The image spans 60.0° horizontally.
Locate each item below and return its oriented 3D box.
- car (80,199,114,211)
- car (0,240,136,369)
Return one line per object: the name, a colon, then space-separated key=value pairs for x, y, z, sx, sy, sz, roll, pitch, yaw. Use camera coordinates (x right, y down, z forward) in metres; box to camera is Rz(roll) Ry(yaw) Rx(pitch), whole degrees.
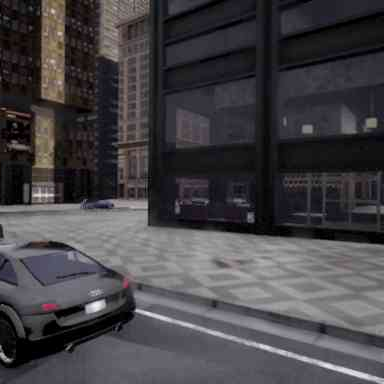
car: x=-12.232 y=1.683 z=43.163 sx=1.812 sy=1.442 sz=4.674 roll=1 pitch=0 yaw=35
car: x=-2.971 y=1.565 z=5.805 sx=4.181 sy=1.385 sz=1.994 roll=0 pitch=0 yaw=36
